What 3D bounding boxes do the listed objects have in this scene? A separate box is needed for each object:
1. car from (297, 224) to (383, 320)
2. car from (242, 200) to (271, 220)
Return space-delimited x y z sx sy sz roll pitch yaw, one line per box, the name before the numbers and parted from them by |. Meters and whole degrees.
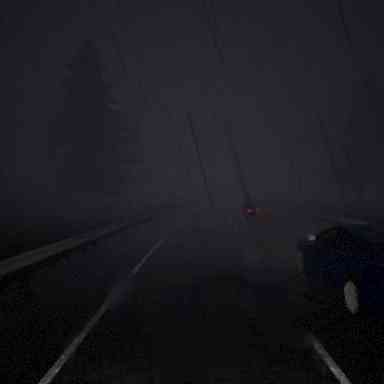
car | 3.766 1.422 7.217 1.882 1.535 5.008 0 0 2
car | 4.920 1.343 25.781 2.033 1.411 5.357 0 1 6
